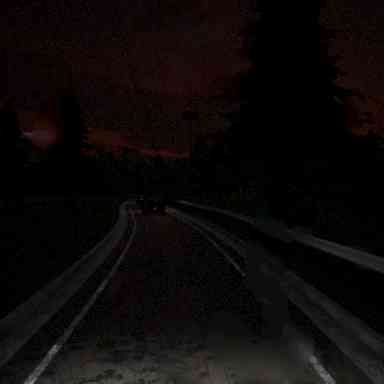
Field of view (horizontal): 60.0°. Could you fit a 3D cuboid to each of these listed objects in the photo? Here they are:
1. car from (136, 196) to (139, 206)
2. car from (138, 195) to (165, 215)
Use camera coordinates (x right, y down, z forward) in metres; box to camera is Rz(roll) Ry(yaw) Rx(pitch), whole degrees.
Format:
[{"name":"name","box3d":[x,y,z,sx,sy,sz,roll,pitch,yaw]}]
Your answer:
[{"name":"car","box3d":[-6.722,1.127,46.154,2.128,1.511,4.902,0,1,-10]},{"name":"car","box3d":[-3.661,1.232,30.696,1.882,1.535,5.008,0,0,-12]}]
